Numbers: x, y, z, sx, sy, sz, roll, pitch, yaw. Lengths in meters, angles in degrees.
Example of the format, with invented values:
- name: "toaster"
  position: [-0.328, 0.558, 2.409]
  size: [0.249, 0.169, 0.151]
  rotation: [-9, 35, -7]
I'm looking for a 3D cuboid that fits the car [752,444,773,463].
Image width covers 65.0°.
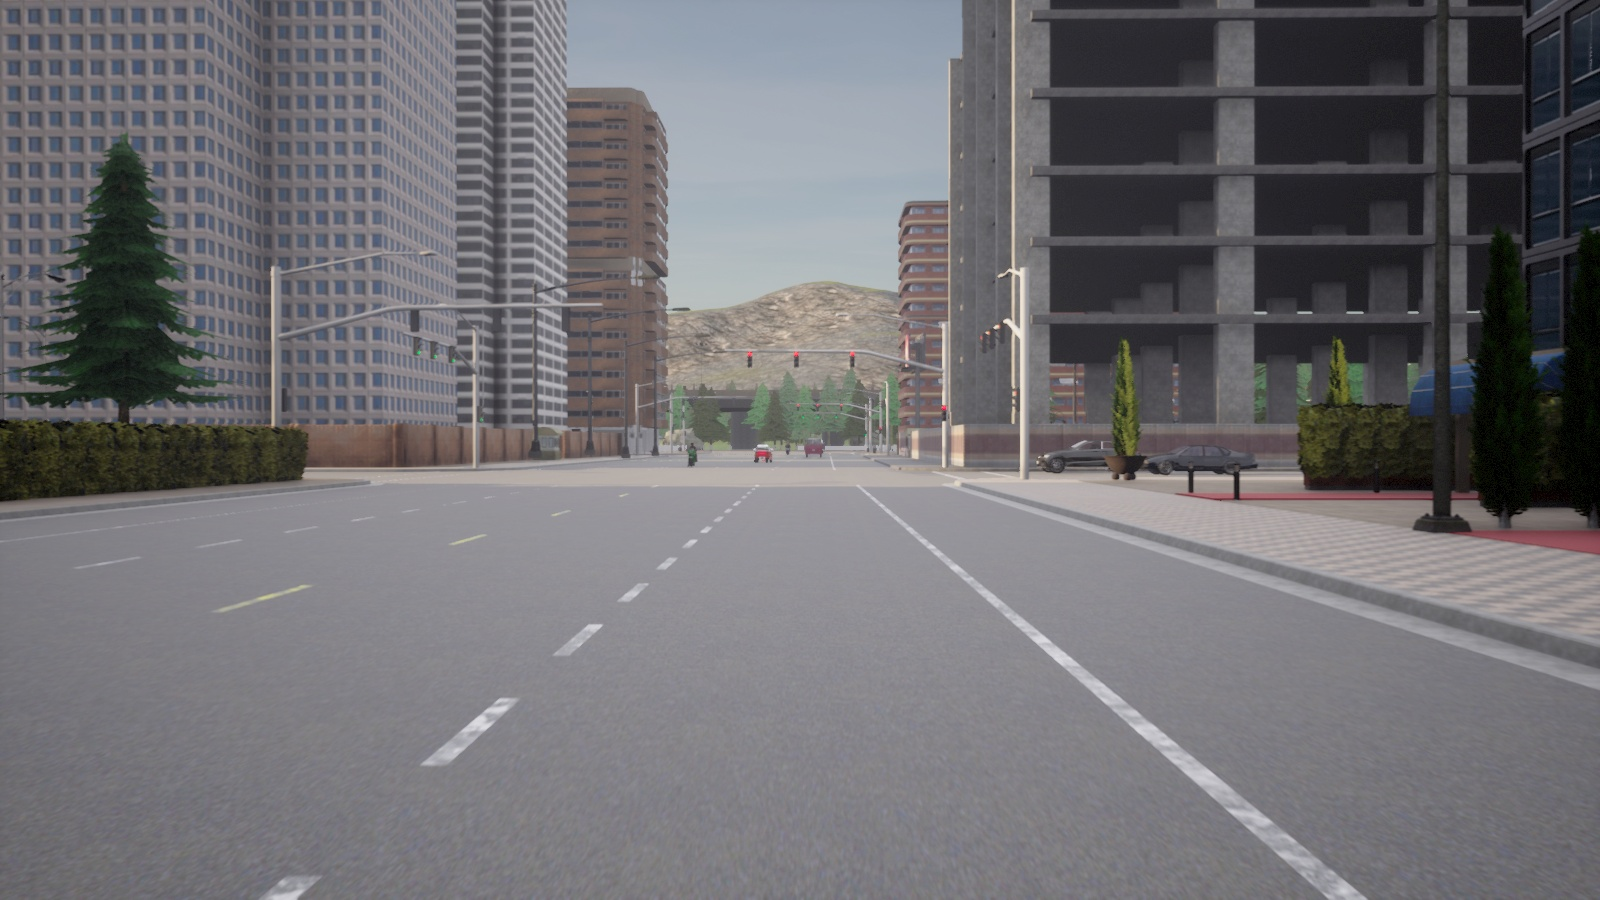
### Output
- name: "car"
  position: [-2.806, 0.262, 95.337]
  size: [1.481, 1.376, 2.207]
  rotation: [0, 1, 1]

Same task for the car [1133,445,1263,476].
- name: "car"
  position: [18.372, 0.481, 58.157]
  size: [5.357, 1.411, 2.033]
  rotation: [0, 0, 1]

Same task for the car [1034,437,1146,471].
- name: "car"
  position: [14.210, 0.189, 61.707]
  size: [5.027, 1.651, 2.152]
  rotation: [0, 0, 1]
